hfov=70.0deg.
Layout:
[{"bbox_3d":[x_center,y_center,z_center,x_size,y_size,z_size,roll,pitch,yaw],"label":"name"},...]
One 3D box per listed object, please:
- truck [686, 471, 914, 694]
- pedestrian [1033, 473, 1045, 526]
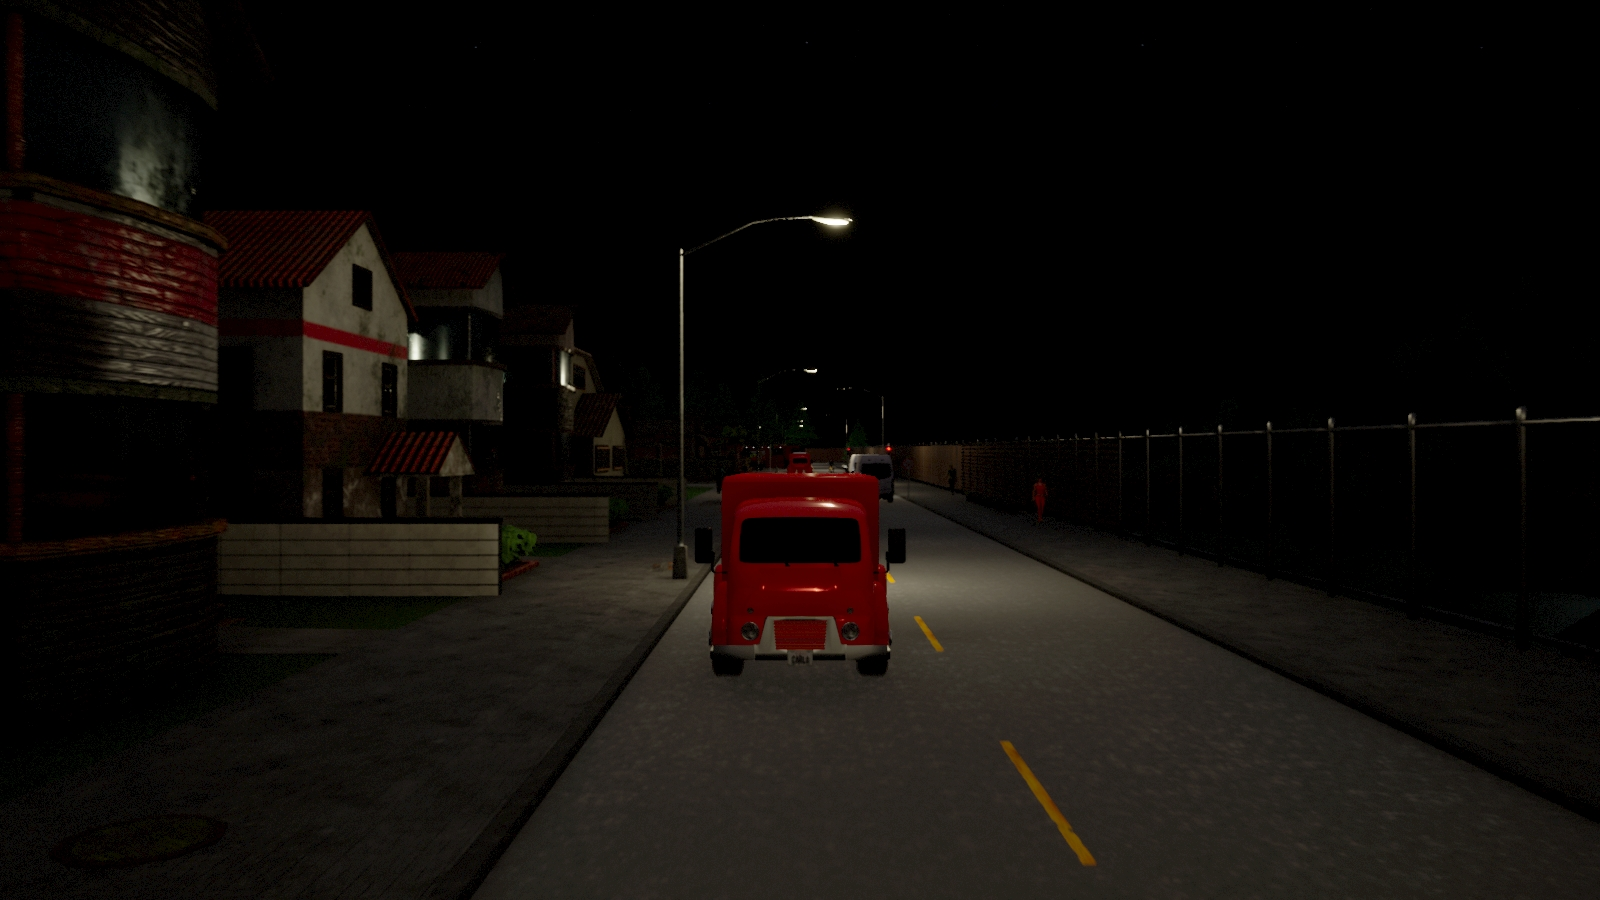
[{"bbox_3d":[0.000,1.568,15.712,2.627,2.467,5.204,0,0,0],"label":"truck"},{"bbox_3d":[8.471,1.744,40.506,0.375,1.860,0.375,0,0,2],"label":"pedestrian"}]
